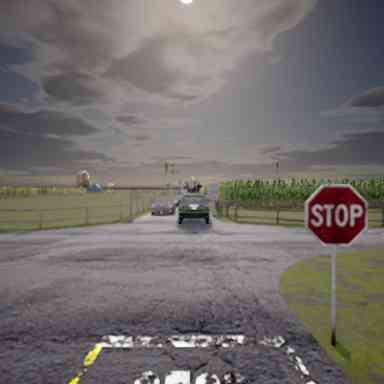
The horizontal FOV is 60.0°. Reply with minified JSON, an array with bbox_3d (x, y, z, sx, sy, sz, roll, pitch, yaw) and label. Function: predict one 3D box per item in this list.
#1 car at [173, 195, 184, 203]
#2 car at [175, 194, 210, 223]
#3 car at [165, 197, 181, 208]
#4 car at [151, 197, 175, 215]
[{"bbox_3d":[-2.621,1.360,66.110,1.837,1.490,4.892,0,0,0],"label":"car"},{"bbox_3d":[0.149,1.176,24.844,2.150,2.045,5.566,0,0,0],"label":"car"},{"bbox_3d":[-2.739,1.449,48.297,2.033,1.411,5.357,0,0,0],"label":"car"},{"bbox_3d":[-2.780,1.291,32.535,2.097,1.767,4.553,0,0,0],"label":"car"}]
